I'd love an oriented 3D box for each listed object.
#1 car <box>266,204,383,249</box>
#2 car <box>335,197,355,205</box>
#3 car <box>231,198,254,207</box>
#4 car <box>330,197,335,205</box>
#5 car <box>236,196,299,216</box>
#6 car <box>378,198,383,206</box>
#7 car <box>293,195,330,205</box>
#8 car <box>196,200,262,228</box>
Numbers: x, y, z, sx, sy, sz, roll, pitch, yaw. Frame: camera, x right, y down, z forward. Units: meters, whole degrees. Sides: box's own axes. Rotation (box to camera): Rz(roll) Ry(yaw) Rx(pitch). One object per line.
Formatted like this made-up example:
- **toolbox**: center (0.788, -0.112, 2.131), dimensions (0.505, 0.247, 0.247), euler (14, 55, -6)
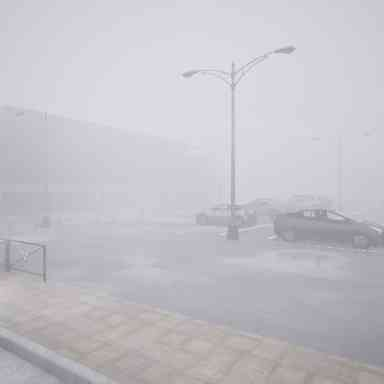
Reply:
- **car**: center (5.832, 1.490, 14.331), dimensions (4.514, 1.523, 2.007), euler (0, 0, 35)
- **car**: center (24.976, 1.565, 55.076), dimensions (3.633, 1.501, 1.845), euler (0, 0, 35)
- **car**: center (8.436, 1.702, 55.476), dimensions (1.812, 1.442, 4.674), euler (0, 0, 35)
- **car**: center (14.218, 1.289, 39.922), dimensions (4.605, 1.855, 1.932), euler (0, 0, 35)
- **car**: center (5.563, 1.345, 26.817), dimensions (5.027, 1.636, 2.152), euler (0, 0, 35)
- **car**: center (29.351, 1.576, 48.383), dimensions (3.806, 1.475, 1.970), euler (0, 0, 35)
- **car**: center (12.892, 1.269, 37.304), dimensions (3.866, 1.878, 1.905), euler (0, 0, 35)
- **car**: center (2.152, 1.424, 21.371), dimensions (3.806, 1.475, 1.970), euler (0, 0, 35)
